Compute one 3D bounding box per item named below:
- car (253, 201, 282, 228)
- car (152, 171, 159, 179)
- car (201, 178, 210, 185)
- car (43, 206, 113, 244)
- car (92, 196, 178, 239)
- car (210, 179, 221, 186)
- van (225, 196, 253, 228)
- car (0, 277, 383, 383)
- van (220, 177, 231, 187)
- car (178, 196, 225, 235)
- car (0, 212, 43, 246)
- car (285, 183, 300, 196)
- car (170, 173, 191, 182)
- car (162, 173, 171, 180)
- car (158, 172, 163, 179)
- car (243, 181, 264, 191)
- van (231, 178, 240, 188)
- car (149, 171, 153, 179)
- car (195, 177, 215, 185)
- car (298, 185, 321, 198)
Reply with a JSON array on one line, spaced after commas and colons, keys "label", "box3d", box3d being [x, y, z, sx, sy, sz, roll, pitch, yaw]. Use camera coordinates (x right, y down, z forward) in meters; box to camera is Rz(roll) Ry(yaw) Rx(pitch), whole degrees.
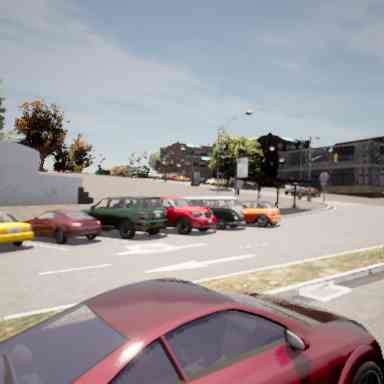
[{"label": "car", "box3d": [3.641, 1.375, 22.623, 4.553, 1.767, 2.185, -1, -1, 35]}, {"label": "car", "box3d": [-7.548, -4.146, 88.013, 2.185, 1.767, 4.553, 4, 1, 33]}, {"label": "car", "box3d": [4.691, -2.103, 70.858, 2.002, 1.452, 4.674, 7, 4, 35]}, {"label": "car", "box3d": [-6.241, 1.533, 15.732, 4.674, 1.452, 2.002, -1, -1, 35]}, {"label": "car", "box3d": [-3.816, 1.244, 17.491, 5.566, 2.045, 2.435, -1, -1, 35]}, {"label": "car", "box3d": [6.525, -1.872, 68.539, 1.946, 1.575, 5.366, 7, 3, 35]}, {"label": "van", "box3d": [1.234, 1.272, 20.870, 4.442, 1.987, 1.878, -1, -1, 35]}, {"label": "car", "box3d": [0.019, 1.565, 3.129, 4.181, 1.385, 1.994, 0, 0, -36]}, {"label": "van", "box3d": [8.102, -1.823, 65.809, 1.878, 1.987, 4.442, 7, 4, 35]}, {"label": "car", "box3d": [-1.304, 1.245, 19.198, 5.566, 2.045, 2.435, -1, -1, 35]}, {"label": "car", "box3d": [-8.846, 1.491, 14.102, 5.366, 1.575, 1.946, -1, -1, 35]}, {"label": "car", "box3d": [16.812, -0.485, 53.598, 2.435, 2.045, 5.566, 7, 3, 35]}, {"label": "car", "box3d": [-2.166, -3.237, 80.823, 1.946, 1.575, 5.366, 7, 3, 34]}, {"label": "car", "box3d": [-4.019, -3.759, 83.081, 2.435, 2.045, 5.566, 7, 4, 34]}, {"label": "car", "box3d": [-5.816, -3.911, 85.545, 2.185, 1.767, 4.553, 6, 3, 34]}, {"label": "car", "box3d": [11.595, -1.052, 60.979, 2.231, 1.521, 4.892, 7, 3, 35]}, {"label": "van", "box3d": [9.833, -1.550, 63.339, 1.878, 1.987, 4.442, 7, 4, 35]}, {"label": "car", "box3d": [-9.322, -4.423, 90.359, 2.435, 2.045, 5.566, 1, -1, 34]}, {"label": "car", "box3d": [2.946, -2.377, 73.318, 2.002, 1.452, 4.674, 7, 3, 35]}, {"label": "car", "box3d": [18.506, 0.078, 51.128, 2.002, 1.452, 4.674, 7, 3, 35]}]
